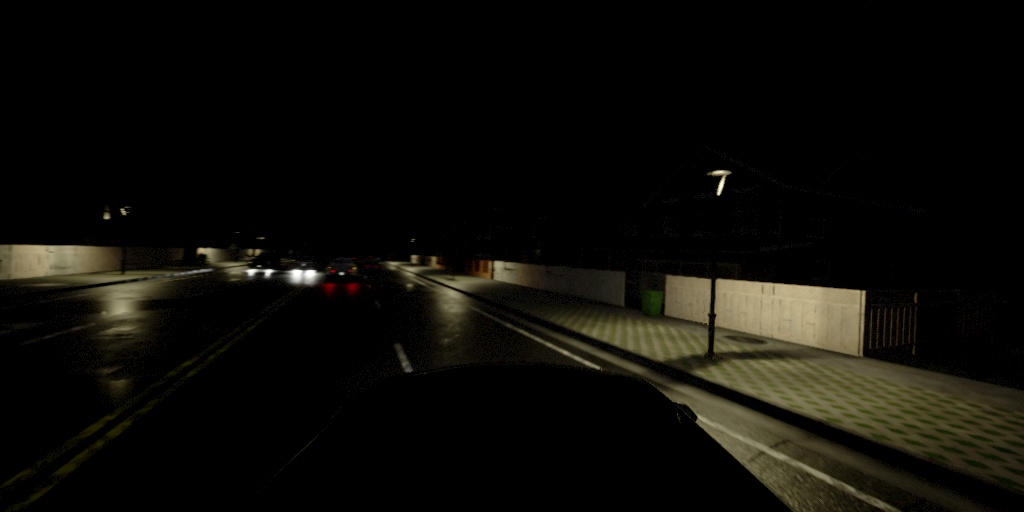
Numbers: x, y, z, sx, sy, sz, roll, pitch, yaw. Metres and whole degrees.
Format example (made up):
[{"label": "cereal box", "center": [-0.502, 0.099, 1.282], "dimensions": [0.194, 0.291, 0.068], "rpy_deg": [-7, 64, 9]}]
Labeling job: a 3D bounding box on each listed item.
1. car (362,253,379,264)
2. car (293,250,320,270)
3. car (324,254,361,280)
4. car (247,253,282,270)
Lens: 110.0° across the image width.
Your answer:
[{"label": "car", "center": [-21.815, 0.595, 55.610], "dimensions": [1.895, 1.301, 4.718], "rpy_deg": [2, 0, -24]}, {"label": "car", "center": [-19.942, 0.506, 34.927], "dimensions": [2.128, 1.511, 4.902], "rpy_deg": [2, 0, -24]}, {"label": "car", "center": [-11.634, 0.842, 24.663], "dimensions": [1.812, 1.442, 4.674], "rpy_deg": [2, 0, -24]}, {"label": "car", "center": [-22.702, 0.452, 33.128], "dimensions": [2.033, 1.411, 5.357], "rpy_deg": [2, 0, -24]}]
